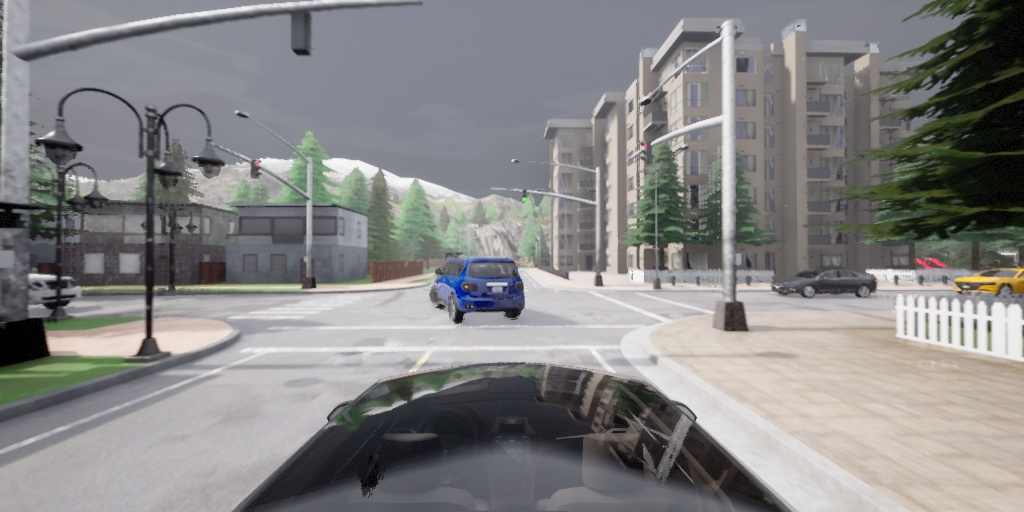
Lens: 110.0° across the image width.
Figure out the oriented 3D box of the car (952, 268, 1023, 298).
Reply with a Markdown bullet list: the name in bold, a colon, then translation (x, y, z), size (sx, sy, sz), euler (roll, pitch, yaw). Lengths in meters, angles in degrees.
- **car**: translation (26.990, 1.396, 19.404), size (5.008, 1.535, 1.882), euler (0, 0, -2)

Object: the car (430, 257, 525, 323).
- **car**: translation (-1.417, 1.069, 12.951), size (2.150, 2.045, 5.566), euler (1, 0, -22)

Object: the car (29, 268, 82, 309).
- **car**: translation (-19.612, 1.050, 13.024), size (5.566, 2.045, 2.150), euler (0, 0, -8)

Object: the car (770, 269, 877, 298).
- **car**: translation (16.499, 1.421, 19.101), size (4.892, 1.490, 1.837), euler (0, 0, -2)
